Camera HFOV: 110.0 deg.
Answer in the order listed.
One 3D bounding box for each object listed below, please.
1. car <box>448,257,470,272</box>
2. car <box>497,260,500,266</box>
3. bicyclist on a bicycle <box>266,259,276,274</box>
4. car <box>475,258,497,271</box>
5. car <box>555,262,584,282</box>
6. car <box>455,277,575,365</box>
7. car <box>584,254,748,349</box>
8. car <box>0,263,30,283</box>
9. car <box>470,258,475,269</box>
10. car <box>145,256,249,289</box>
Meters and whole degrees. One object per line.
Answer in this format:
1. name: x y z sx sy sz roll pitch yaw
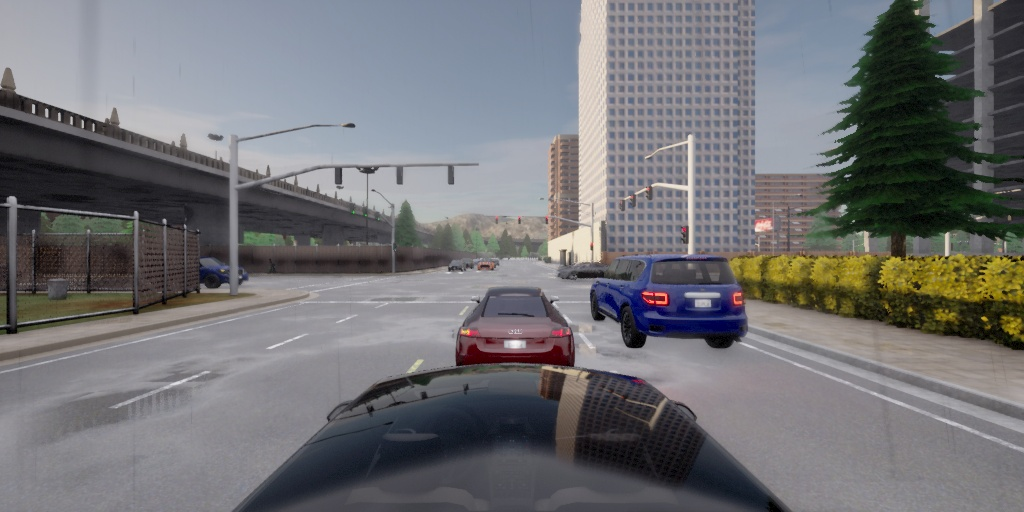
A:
1. car: -7.088 1.254 46.694 1.837 1.490 4.892 0 0 0
2. car: -3.576 1.241 58.908 2.128 1.511 4.902 0 0 0
3. bicyclist on a bicycle: -25.293 1.106 37.661 0.582 1.620 1.656 0 0 0
4. car: -3.581 1.102 49.836 2.097 1.767 4.553 0 0 0
5. car: 5.972 1.276 29.465 4.902 1.511 2.128 0 0 -14
6. car: 0.064 1.314 7.465 1.994 1.385 4.181 0 0 0
7. car: 3.570 0.971 9.331 2.150 2.045 5.566 0 0 1
8. car: -39.489 1.352 26.655 5.357 1.411 2.033 0 0 0
9. car: -7.083 1.102 55.578 2.097 1.767 4.553 0 0 0
10. car: -20.320 1.028 23.188 5.566 2.045 2.150 0 0 0
